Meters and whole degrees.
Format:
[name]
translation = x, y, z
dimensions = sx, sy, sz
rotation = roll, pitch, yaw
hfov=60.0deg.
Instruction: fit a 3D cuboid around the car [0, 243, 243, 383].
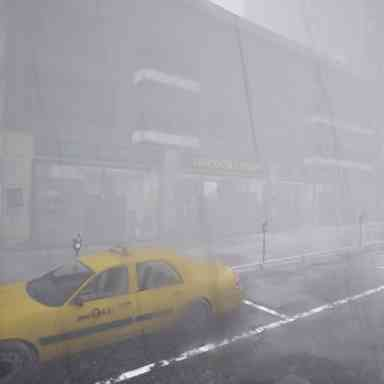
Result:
[car]
translation = -1.364, 1.527, 5.099
dimensions = 4.829, 1.417, 1.752
rotation = 0, 2, -35
